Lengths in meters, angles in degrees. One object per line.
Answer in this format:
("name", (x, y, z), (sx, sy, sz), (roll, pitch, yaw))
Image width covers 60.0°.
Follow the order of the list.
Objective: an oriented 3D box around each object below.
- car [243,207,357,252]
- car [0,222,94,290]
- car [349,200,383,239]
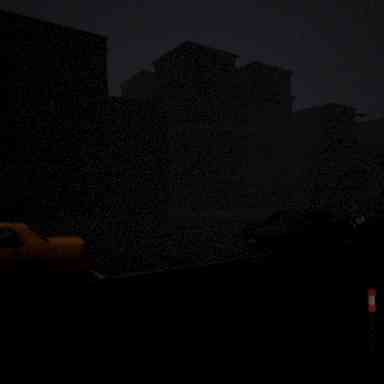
("car", (4.247, 1.457, 13.586), (4.792, 1.488, 2.163), (1, 0, -33))
("car", (-4.918, 1.320, 7.067), (5.366, 1.575, 1.946), (1, -1, -33))
("car", (8.803, 1.310, 16.851), (4.553, 1.767, 2.185), (1, 0, -33))
